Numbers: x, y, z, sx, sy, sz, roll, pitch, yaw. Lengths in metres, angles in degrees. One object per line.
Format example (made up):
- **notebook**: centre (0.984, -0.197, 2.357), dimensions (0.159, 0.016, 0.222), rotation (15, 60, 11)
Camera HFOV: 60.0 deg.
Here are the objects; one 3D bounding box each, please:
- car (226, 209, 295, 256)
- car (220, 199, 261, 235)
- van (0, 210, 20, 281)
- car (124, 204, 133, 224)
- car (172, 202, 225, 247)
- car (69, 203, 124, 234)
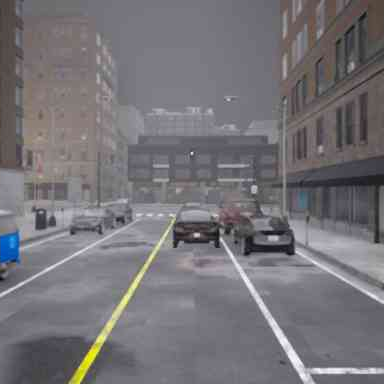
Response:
- **car**: centre (2.636, 1.536, 12.840), dimensions (1.947, 1.339, 4.313), rotation (0, 0, 0)
- **car**: centre (2.635, 1.272, 18.502), dimensions (2.192, 1.841, 5.009), rotation (0, 0, 0)
- **van**: centre (-5.388, 1.324, 7.177), dimensions (1.690, 1.788, 3.998), rotation (0, 0, 0)
- **car**: centre (-5.390, 1.509, 24.164), dimensions (1.947, 1.339, 4.313), rotation (0, 0, 0)
- **car**: centre (0.126, 1.443, 14.816), dimensions (1.882, 1.535, 5.008), rotation (0, 0, -1)
- **car**: centre (-5.390, 1.507, 18.501), dimensions (2.008, 1.369, 4.403), rotation (0, 0, 0)
